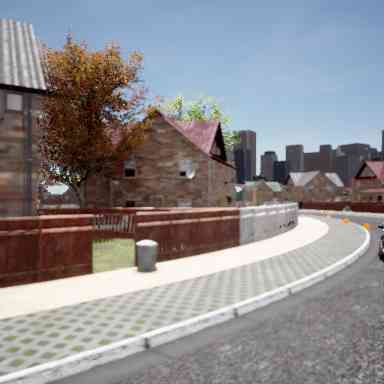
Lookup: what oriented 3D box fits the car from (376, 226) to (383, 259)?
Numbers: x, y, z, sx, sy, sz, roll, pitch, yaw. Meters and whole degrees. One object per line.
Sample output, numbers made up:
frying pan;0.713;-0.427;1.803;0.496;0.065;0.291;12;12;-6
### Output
car;8.272;1.643;12.556;1.837;1.490;4.892;1;0;33
